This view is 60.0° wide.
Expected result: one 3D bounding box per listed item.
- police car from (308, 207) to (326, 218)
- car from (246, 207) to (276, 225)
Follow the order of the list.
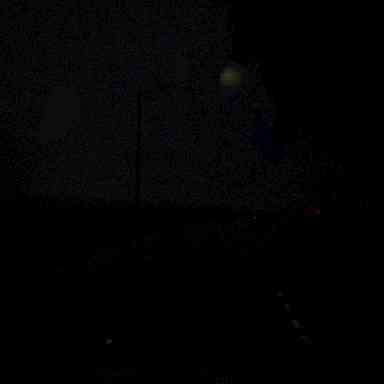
[{"bbox_3d":[19.666,3.161,51.448,2.038,1.542,4.974,0,-2,40],"label":"police car"},{"bbox_3d":[6.089,2.022,29.020,1.882,1.535,5.008,0,-2,23],"label":"car"}]
